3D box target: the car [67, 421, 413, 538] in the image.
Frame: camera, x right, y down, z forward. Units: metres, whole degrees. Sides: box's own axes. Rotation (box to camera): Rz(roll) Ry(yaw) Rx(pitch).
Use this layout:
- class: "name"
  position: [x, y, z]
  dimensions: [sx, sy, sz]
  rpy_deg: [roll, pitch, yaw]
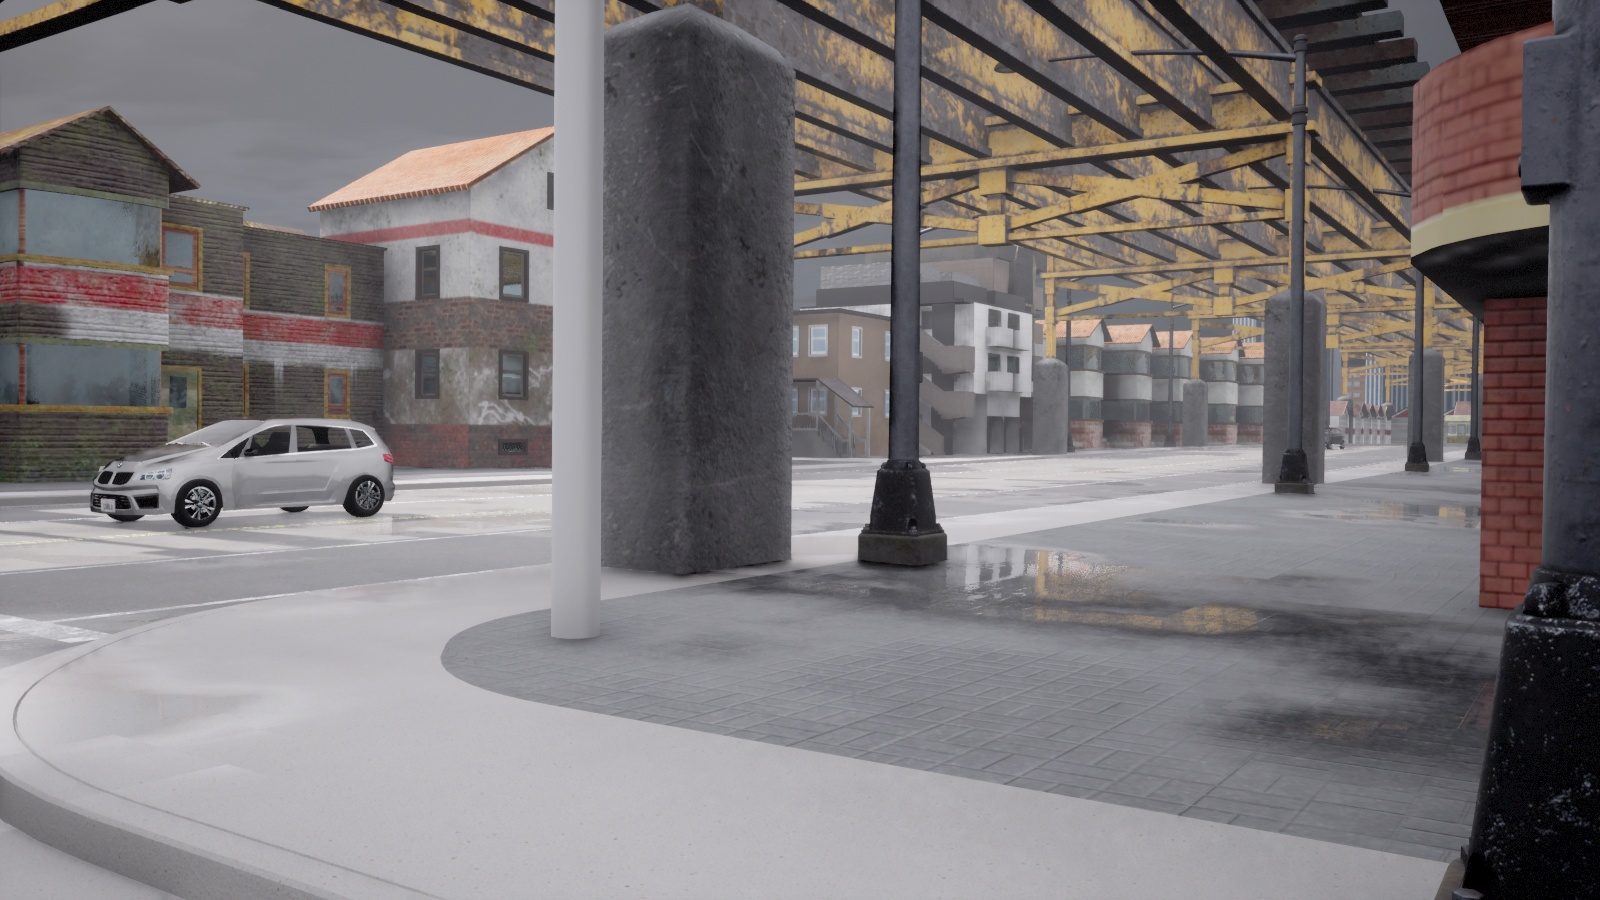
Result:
- class: "car"
  position: [-8.884, 0.379, 20.320]
  dimensions: [2.242, 1.667, 4.611]
  rpy_deg: [0, 1, 34]

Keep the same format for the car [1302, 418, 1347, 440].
- class: "car"
  position: [37.547, -1.497, 89.925]
  dimensions: [1.789, 1.549, 3.705]
  rpy_deg: [0, 2, 43]
